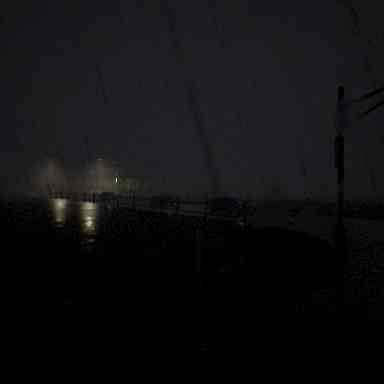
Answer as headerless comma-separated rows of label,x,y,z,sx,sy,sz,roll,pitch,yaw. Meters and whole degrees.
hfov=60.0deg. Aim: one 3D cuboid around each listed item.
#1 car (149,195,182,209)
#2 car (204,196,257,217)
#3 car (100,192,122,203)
car,-2.820,1.024,34.912,1.994,1.385,4.181,0,1,-36
car,3.008,1.120,26.789,1.882,1.535,5.008,0,1,-36
car,-11.622,0.715,47.221,1.812,1.442,4.674,0,1,-36
